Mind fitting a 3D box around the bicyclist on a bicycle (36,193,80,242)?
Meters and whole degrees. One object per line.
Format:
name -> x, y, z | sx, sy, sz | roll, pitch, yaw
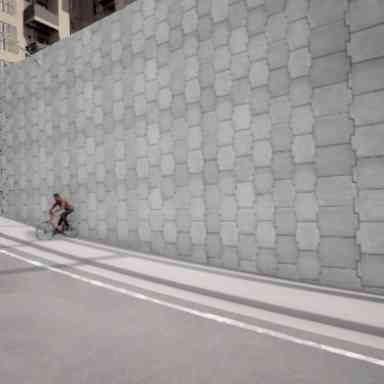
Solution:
bicyclist on a bicycle -> -4.499, 0.846, 11.309 | 0.582, 1.620, 1.656 | 5, 2, 35
